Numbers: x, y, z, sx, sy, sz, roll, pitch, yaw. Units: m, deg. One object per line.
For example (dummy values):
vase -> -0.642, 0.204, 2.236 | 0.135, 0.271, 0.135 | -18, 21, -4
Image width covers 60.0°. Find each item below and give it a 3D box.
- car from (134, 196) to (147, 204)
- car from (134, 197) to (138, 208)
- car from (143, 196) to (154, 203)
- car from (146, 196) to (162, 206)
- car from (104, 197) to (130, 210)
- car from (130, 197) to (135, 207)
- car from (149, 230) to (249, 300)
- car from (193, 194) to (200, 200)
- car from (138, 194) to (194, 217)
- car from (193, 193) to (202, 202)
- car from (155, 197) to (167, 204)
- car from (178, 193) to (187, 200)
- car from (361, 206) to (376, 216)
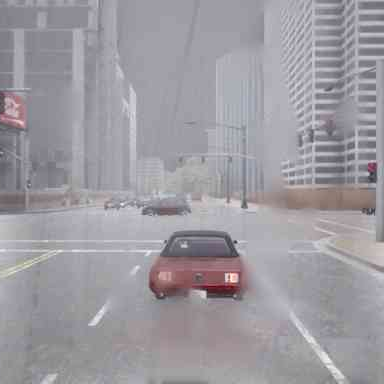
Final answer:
car -> -9.675, 1.525, 62.862 | 1.812, 1.442, 4.674 | 0, 0, 1
car -> -6.442, 1.526, 46.712 | 1.812, 1.442, 4.674 | 0, 0, 1
car -> -9.479, 1.524, 72.931 | 1.812, 1.442, 4.674 | 0, 0, 1
car -> -6.304, 1.491, 55.841 | 2.128, 1.511, 4.902 | 0, 0, 1
car -> -9.995, 1.491, 43.276 | 2.128, 1.511, 4.902 | 0, 0, 1
car -> -9.857, 1.491, 52.704 | 2.128, 1.511, 4.902 | 0, 0, 1
car -> 0.214, 1.601, 8.344 | 1.895, 1.301, 4.718 | 0, 0, 2
car -> 1.181, 1.353, 84.086 | 1.812, 1.442, 4.674 | 0, 0, 1
car -> -2.310, 1.352, 30.639 | 4.553, 1.767, 2.097 | 0, 0, 1
car -> 1.029, 1.216, 73.416 | 2.150, 2.045, 5.566 | 0, 0, 1
car -> -6.107, 1.601, 65.939 | 1.895, 1.301, 4.718 | 0, 0, 1
car -> -2.319, 1.184, 84.106 | 2.097, 1.767, 4.553 | 0, 0, 1
car -> 18.141, 1.600, 30.454 | 4.718, 1.301, 1.895 | 0, 0, 1
